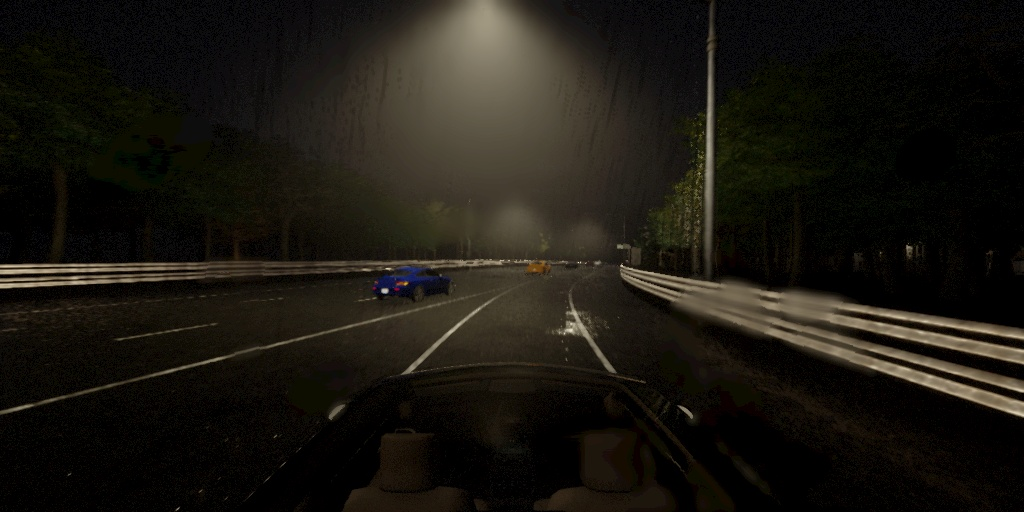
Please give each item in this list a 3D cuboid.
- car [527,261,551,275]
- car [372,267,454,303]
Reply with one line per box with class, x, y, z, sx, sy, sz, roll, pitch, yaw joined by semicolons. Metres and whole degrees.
car;3.092;1.324;40.185;1.882;1.535;5.008;1;0;17
car;-4.268;1.203;16.125;1.812;1.442;4.674;1;0;17
